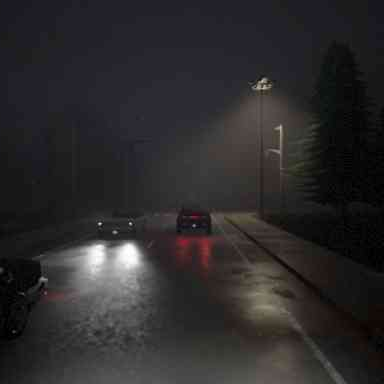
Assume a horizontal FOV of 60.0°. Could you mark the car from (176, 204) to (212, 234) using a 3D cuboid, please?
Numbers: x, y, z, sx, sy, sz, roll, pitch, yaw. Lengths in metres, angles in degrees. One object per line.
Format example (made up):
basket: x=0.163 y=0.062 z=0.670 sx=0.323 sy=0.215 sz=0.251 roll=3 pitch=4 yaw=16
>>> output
car: x=0.100 y=1.444 z=18.814 sx=2.128 sy=1.511 sz=4.902 roll=0 pitch=0 yaw=0

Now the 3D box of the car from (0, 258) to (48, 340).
car: x=-3.570 y=1.538 z=3.790 sx=2.033 sy=1.411 sz=5.357 roll=0 pitch=0 yaw=0

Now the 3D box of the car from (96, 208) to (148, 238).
car: x=-3.564 y=1.556 z=17.636 sx=1.895 sy=1.301 sz=4.718 roll=0 pitch=0 yaw=0
